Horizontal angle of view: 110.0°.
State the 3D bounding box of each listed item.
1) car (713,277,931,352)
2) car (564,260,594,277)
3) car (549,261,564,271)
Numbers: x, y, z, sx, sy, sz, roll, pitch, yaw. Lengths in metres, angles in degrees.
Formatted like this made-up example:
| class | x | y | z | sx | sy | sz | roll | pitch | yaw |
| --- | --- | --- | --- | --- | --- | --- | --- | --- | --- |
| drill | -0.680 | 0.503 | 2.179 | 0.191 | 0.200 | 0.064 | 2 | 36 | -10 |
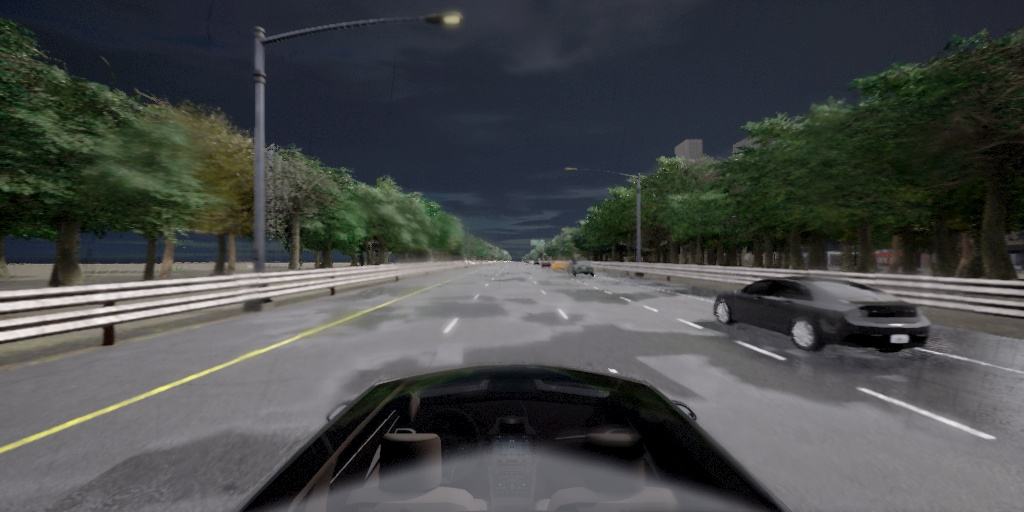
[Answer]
| class | x | y | z | sx | sy | sz | roll | pitch | yaw |
| --- | --- | --- | --- | --- | --- | --- | --- | --- | --- |
| car | 7.004 | 1.255 | 8.901 | 1.837 | 1.490 | 4.892 | 0 | 0 | 0 |
| car | 7.068 | 1.181 | 37.377 | 2.097 | 1.767 | 4.553 | 0 | 0 | 0 |
| car | 7.148 | 1.454 | 53.989 | 1.882 | 1.535 | 5.008 | 0 | -1 | 0 |
